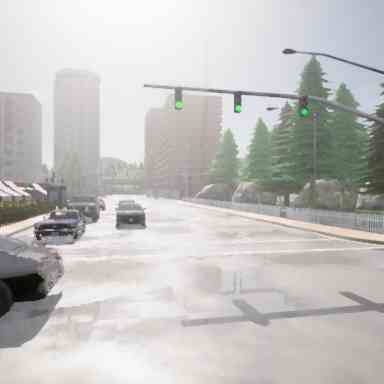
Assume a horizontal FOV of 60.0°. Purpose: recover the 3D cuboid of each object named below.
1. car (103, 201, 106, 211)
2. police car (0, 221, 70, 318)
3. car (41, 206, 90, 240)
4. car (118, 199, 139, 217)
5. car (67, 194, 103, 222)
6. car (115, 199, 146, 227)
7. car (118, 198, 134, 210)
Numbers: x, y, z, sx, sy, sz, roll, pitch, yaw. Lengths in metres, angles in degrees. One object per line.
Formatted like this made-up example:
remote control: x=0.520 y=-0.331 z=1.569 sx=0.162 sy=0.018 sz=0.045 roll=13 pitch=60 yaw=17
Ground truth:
car: x=-11.700 y=1.517 z=41.150 sx=1.812 sy=1.442 sz=4.674 roll=0 pitch=0 yaw=-11
police car: x=-5.182 y=1.508 z=6.381 sx=4.974 sy=1.542 sz=2.038 roll=0 pitch=0 yaw=-11
car: x=-6.588 y=1.597 z=17.021 sx=1.895 sy=1.301 sz=4.718 roll=0 pitch=0 yaw=-12
car: x=-6.165 y=1.499 z=31.914 sx=1.837 sy=1.490 sz=4.892 roll=0 pitch=0 yaw=-12
car: x=-8.620 y=1.216 z=26.605 sx=2.150 sy=2.045 sz=5.566 roll=0 pitch=0 yaw=-12
car: x=-4.264 y=1.473 z=22.965 sx=1.882 sy=1.535 sz=5.008 roll=0 pitch=0 yaw=-12
car: x=-8.588 y=1.556 z=43.369 sx=1.994 sy=1.385 sz=4.181 roll=0 pitch=0 yaw=-12
